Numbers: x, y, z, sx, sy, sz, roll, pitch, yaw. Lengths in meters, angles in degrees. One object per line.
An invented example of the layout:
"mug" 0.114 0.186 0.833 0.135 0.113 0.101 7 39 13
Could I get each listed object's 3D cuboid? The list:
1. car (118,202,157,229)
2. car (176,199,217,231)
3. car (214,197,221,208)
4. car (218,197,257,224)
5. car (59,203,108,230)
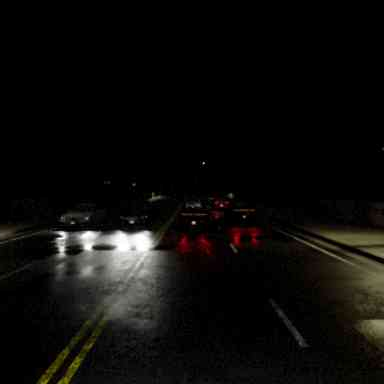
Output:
"car" -3.308 1.388 20.829 2.128 1.511 4.902 0 0 0
"car" 0.096 1.392 19.926 2.128 1.511 4.902 0 0 0
"car" 3.317 1.327 39.134 1.812 1.442 4.674 0 0 0
"car" 3.346 1.373 23.785 2.128 1.511 4.902 0 0 0
"car" -6.556 1.422 20.628 1.812 1.442 4.674 0 0 0
